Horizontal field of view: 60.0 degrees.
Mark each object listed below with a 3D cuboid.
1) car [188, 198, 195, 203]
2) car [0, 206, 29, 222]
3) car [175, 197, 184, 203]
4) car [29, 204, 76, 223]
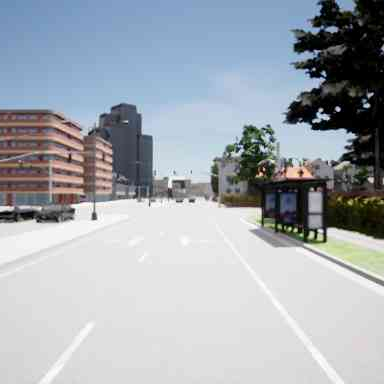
[{"bbox_3d":[-0.025,2.300,91.282,1.882,1.535,5.008,0,-1,0],"label":"car"},{"bbox_3d":[-15.009,1.867,28.724,1.895,1.301,4.718,0,-1,0],"label":"car"},{"bbox_3d":[-3.525,2.340,90.864,2.128,1.511,4.902,0,-1,0],"label":"car"},{"bbox_3d":[-11.511,1.742,28.366,1.882,1.535,5.008,0,-1,0],"label":"car"}]
